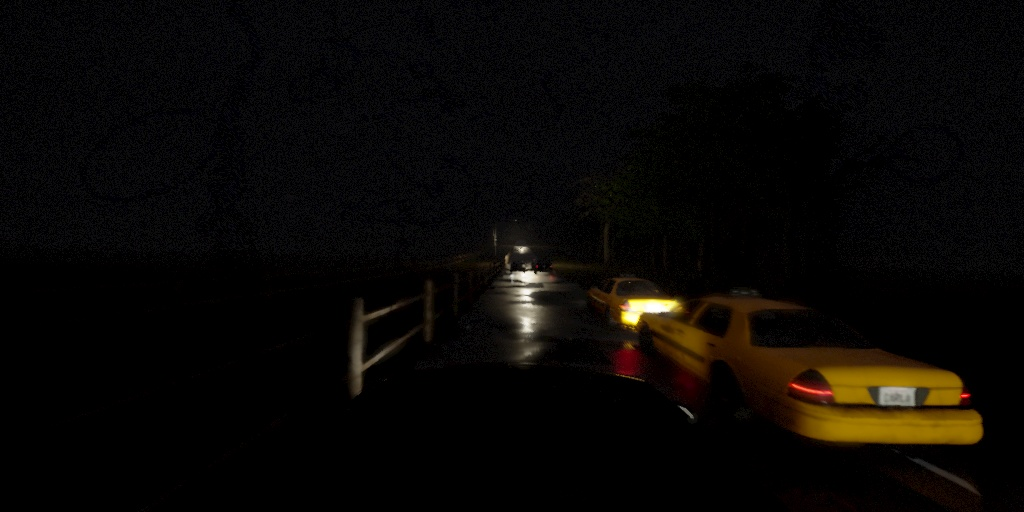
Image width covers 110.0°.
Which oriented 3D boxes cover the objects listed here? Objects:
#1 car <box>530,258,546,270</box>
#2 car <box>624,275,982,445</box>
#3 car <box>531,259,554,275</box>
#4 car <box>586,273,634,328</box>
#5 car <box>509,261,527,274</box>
[{"bbox_3d":[3.591,1.130,50.607,2.033,1.411,5.357,1,1,1],"label":"car"},{"bbox_3d":[3.604,1.295,5.877,1.801,1.575,5.366,1,0,1],"label":"car"},{"bbox_3d":[3.477,1.114,40.411,2.097,1.767,4.553,1,1,1],"label":"car"},{"bbox_3d":[3.712,1.336,11.876,1.801,1.575,5.366,1,0,1],"label":"car"},{"bbox_3d":[0.678,1.259,41.697,2.033,1.411,5.357,1,1,1],"label":"car"}]
